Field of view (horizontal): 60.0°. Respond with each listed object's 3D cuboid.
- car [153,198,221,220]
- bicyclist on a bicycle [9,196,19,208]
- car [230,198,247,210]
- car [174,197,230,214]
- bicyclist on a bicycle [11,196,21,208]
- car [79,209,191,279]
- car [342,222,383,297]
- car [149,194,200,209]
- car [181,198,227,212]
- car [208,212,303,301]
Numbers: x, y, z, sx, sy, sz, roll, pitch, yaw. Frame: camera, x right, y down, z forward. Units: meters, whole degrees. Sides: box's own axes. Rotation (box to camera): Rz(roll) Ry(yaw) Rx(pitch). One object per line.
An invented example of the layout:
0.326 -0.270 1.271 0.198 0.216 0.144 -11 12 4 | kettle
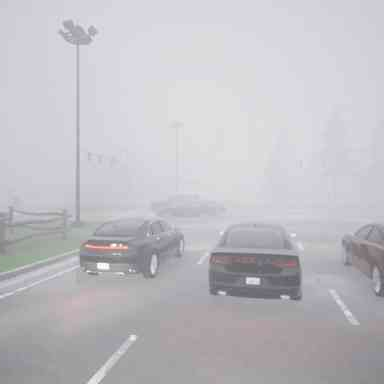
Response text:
-0.385 1.477 27.396 5.008 1.535 1.882 0 0 0 | car
-23.310 1.302 43.628 0.582 1.620 1.656 0 0 -9 | bicyclist on a bicycle
4.354 1.477 41.346 5.008 1.535 1.882 0 0 2 | car
0.787 1.505 30.891 4.892 1.490 1.837 0 0 0 | car
-22.870 1.302 43.695 0.582 1.620 1.656 0 0 -9 | bicyclist on a bicycle
-1.569 1.505 10.218 1.837 1.490 4.892 0 0 13 | car
5.199 1.478 8.388 1.882 1.535 5.008 0 0 12 | car
-1.611 1.223 34.398 5.566 2.045 2.150 0 0 -1 | car
1.340 1.477 37.882 5.008 1.535 1.882 0 0 0 | car
1.644 1.478 8.507 1.882 1.535 5.008 0 0 12 | car
